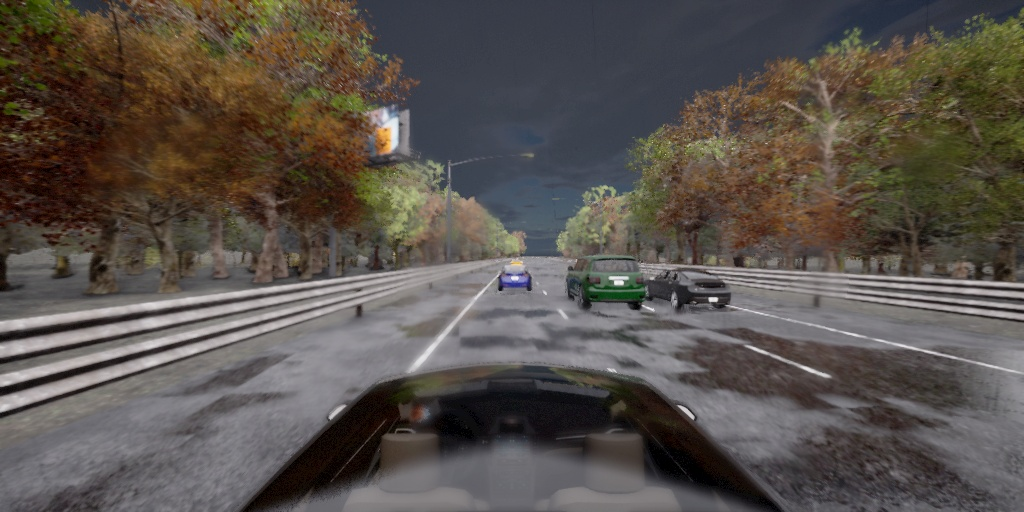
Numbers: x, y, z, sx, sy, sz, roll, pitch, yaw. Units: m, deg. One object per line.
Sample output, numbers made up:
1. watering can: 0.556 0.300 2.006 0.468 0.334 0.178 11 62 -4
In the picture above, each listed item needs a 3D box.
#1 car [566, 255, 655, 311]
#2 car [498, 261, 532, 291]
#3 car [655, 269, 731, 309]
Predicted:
1. car: 3.612 0.998 14.728 2.150 2.045 5.566 0 0 0
2. car: 0.186 1.289 22.439 2.163 1.488 4.792 0 0 1
3. car: 7.128 1.287 15.086 1.837 1.490 4.892 0 0 0
